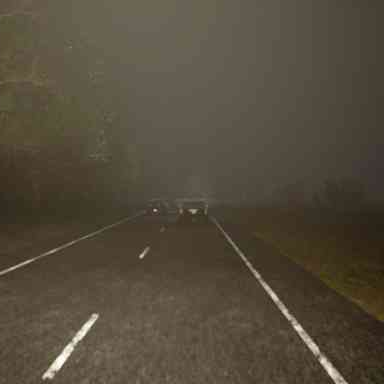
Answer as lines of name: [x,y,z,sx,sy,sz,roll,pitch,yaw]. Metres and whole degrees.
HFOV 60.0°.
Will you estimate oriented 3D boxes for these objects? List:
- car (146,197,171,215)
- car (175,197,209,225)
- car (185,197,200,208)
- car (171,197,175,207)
car: [-3.393,1.453,33.078,1.837,1.490,4.892,0,0,0]
car: [0.105,1.317,23.689,2.097,1.767,4.553,0,0,0]
car: [0.109,1.468,48.835,2.033,1.411,5.357,0,0,0]
car: [-3.390,1.464,50.612,2.033,1.411,5.357,0,0,0]
